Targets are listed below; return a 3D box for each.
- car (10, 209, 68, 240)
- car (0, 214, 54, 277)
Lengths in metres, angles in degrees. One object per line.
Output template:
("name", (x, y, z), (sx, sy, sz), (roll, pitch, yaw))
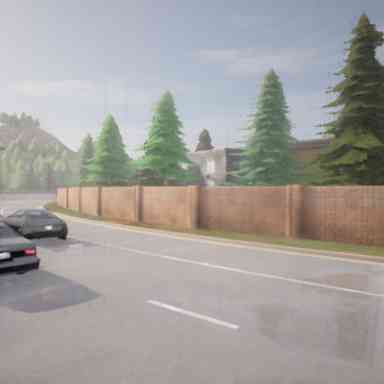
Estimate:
("car", (-7.507, 1.472, 15.603), (1.994, 1.385, 4.181), (0, 0, -45))
("car", (-6.120, 1.478, 9.260), (5.357, 1.411, 2.033), (1, 0, 43))
